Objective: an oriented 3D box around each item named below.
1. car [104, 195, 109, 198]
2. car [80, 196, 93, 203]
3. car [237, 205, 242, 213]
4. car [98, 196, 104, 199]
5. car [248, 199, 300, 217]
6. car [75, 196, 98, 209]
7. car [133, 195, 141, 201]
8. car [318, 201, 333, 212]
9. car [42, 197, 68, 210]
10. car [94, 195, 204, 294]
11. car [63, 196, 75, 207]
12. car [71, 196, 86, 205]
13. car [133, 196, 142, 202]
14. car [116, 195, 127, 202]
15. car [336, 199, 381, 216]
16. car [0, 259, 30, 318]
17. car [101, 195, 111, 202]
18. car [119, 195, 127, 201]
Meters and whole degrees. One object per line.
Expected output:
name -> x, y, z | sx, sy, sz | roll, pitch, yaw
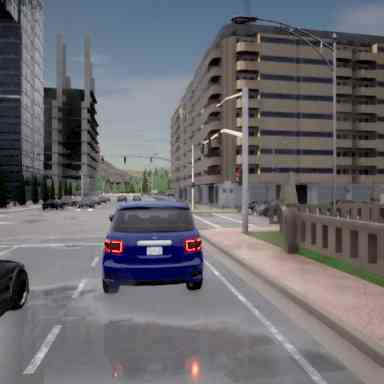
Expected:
car -> -17.780, 1.560, 65.116 | 1.994, 1.385, 4.181 | 0, 0, -10
car -> -22.082, 1.548, 69.652 | 1.994, 1.385, 4.181 | 0, 0, -10
car -> 7.074, 1.558, 34.442 | 4.892, 1.490, 1.837 | 0, 0, -10
car -> -16.140, 1.522, 55.208 | 1.812, 1.442, 4.674 | 0, 0, -10
car -> 8.042, 1.406, 31.059 | 4.553, 1.767, 2.097 | 0, 0, -10
car -> -14.628, 1.502, 46.310 | 1.837, 1.490, 4.892 | 0, 0, -10
car -> -14.439, 1.530, 87.245 | 2.033, 1.411, 5.357 | 0, 0, -10
car -> 16.149, 1.558, 36.047 | 4.892, 1.490, 1.837 | 0, 0, -10
car -> -17.443, 1.598, 41.973 | 1.895, 1.301, 4.718 | 0, 0, -10
car -> -1.084, 1.221, 9.026 | 2.150, 2.045, 5.566 | 0, 0, -8
car -> -18.938, 1.349, 50.743 | 2.097, 1.767, 4.553 | 0, 0, -10
car -> -20.486, 1.522, 59.979 | 1.812, 1.442, 4.674 | 0, 0, -9
car -> -12.743, 1.543, 77.328 | 1.994, 1.385, 4.181 | 0, 0, -10
car -> -16.173, 1.519, 76.623 | 2.128, 1.511, 4.902 | 0, 0, -10
car -> 16.537, 1.617, 32.557 | 4.181, 1.385, 1.994 | 0, 0, -10
car -> -4.090, 1.564, 5.053 | 1.994, 1.385, 4.181 | 0, 0, -7
car -> -19.486, 1.517, 75.234 | 1.812, 1.442, 4.674 | 0, 0, -10
car -> -17.889, 1.542, 86.654 | 1.994, 1.385, 4.181 | 0, 0, -10
